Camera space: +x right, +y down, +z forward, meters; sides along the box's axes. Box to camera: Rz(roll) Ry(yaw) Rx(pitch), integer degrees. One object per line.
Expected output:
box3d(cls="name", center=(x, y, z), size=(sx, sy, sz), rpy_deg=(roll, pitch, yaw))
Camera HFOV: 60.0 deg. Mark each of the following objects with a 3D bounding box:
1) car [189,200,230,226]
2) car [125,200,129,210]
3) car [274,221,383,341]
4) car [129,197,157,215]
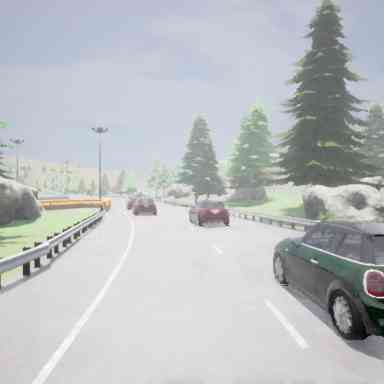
box3d(cls="car", center=(1.100, 1.356, 23.394), size=(2.097, 1.767, 4.553), rpy_deg=(0, 0, -10))
box3d(cls="car", center=(-7.510, 1.515, 43.420), size=(1.837, 1.490, 4.892), rpy_deg=(0, 0, -16))
box3d(cls="car", center=(3.225, 1.353, 6.726), size=(2.097, 1.767, 4.553), rpy_deg=(0, 0, -3))
box3d(cls="car", center=(-4.839, 1.360, 33.544), size=(2.097, 1.767, 4.553), rpy_deg=(0, 0, -14))
